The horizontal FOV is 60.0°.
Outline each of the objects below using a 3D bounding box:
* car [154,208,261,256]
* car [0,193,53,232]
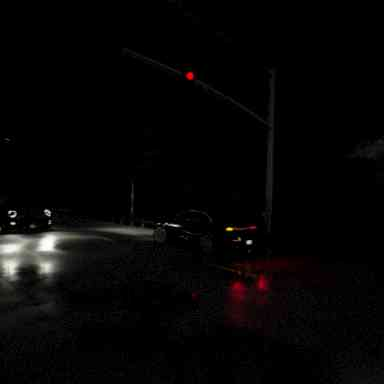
[{"bbox_3d":[0.368,1.349,12.580,2.128,1.511,4.902,2,0,-37],"label":"car"},{"bbox_3d":[-8.871,0.963,16.988,2.097,1.767,4.553,2,0,-44],"label":"car"}]
